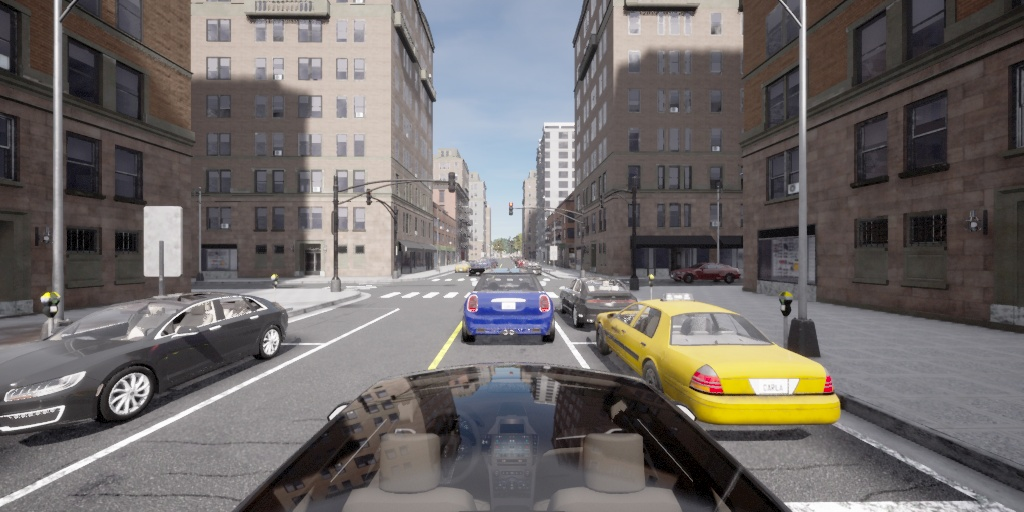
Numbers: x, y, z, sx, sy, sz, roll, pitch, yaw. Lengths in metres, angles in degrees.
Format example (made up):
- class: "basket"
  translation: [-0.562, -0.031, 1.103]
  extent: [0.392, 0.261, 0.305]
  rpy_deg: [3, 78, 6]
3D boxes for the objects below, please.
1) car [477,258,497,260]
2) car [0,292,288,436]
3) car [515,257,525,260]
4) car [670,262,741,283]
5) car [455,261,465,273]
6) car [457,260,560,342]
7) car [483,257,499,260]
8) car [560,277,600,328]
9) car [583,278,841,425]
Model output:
- class: "car"
  translation: [-3.378, 1.294, 46.285]
  extent: [2.033, 1.411, 5.357]
  rpy_deg: [0, 0, 0]
- class: "car"
  translation: [-5.429, 1.300, 5.646]
  extent: [2.007, 1.370, 4.403]
  rpy_deg: [0, 0, -1]
- class: "car"
  translation: [1.928, 1.183, 60.749]
  extent: [1.967, 1.591, 4.097]
  rpy_deg: [0, 0, -1]
- class: "car"
  translation: [13.931, 1.186, 25.926]
  extent: [4.674, 1.442, 1.812]
  rpy_deg: [0, 0, 1]
- class: "car"
  translation: [-5.887, 1.272, 43.436]
  extent: [1.751, 1.417, 4.829]
  rpy_deg: [0, 0, -1]
- class: "car"
  translation: [-0.084, 1.102, 9.905]
  extent: [2.097, 1.767, 4.553]
  rpy_deg: [0, 0, 0]
- class: "car"
  translation: [-3.493, 1.308, 56.291]
  extent: [1.994, 1.385, 4.181]
  rpy_deg: [0, 0, -1]
- class: "car"
  translation: [2.534, 1.300, 11.150]
  extent: [2.007, 1.370, 4.403]
  rpy_deg: [0, 0, -1]
- class: "car"
  translation: [2.602, 1.275, 5.914]
  extent: [1.751, 1.417, 4.829]
  rpy_deg: [0, 0, -1]
